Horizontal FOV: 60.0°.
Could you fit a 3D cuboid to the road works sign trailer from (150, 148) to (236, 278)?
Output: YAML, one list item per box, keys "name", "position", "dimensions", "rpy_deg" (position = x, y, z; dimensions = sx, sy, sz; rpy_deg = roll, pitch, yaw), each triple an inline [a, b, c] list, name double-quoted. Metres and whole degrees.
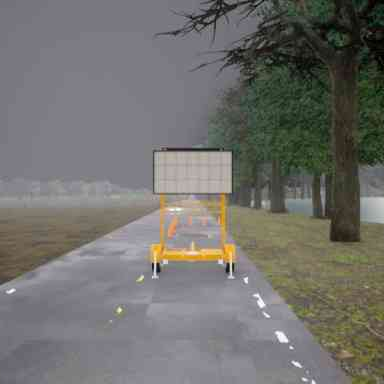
- name: "road works sign trailer"
  position: [0.031, 0.475, 10.113]
  dimensions: [2.380, 3.560, 2.880]
  rpy_deg: [0, 0, 0]

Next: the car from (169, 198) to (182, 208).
- name: "car"
  position: [-2.581, 1.692, 52.769]
  dimensions: [2.128, 1.511, 4.902]
  rpy_deg: [0, 0, 0]
